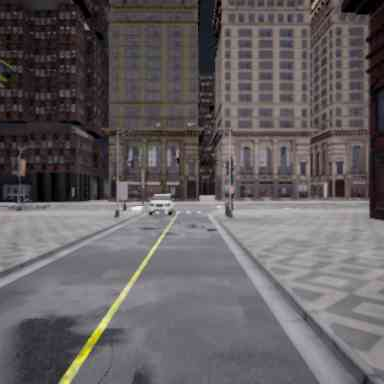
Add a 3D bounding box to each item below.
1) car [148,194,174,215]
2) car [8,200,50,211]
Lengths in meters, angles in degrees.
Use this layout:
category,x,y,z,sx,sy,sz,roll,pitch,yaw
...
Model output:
category,x,y,z,sx,sy,sz,roll,pitch,yaw
car,-3.005,1.209,33.465,2.150,2.045,5.566,0,0,0
car,-20.751,1.702,42.522,4.718,1.301,1.895,0,0,0
